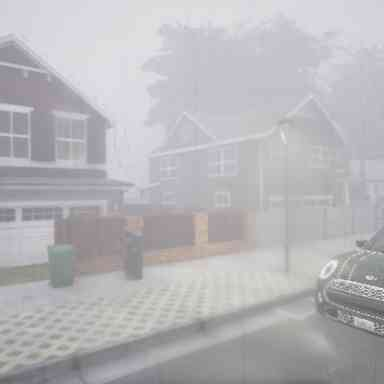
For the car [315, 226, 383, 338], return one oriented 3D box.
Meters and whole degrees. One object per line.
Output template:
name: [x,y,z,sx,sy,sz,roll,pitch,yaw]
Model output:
car: [4.337,1.325,6.163,4.553,1.767,2.097,0,0,-35]
